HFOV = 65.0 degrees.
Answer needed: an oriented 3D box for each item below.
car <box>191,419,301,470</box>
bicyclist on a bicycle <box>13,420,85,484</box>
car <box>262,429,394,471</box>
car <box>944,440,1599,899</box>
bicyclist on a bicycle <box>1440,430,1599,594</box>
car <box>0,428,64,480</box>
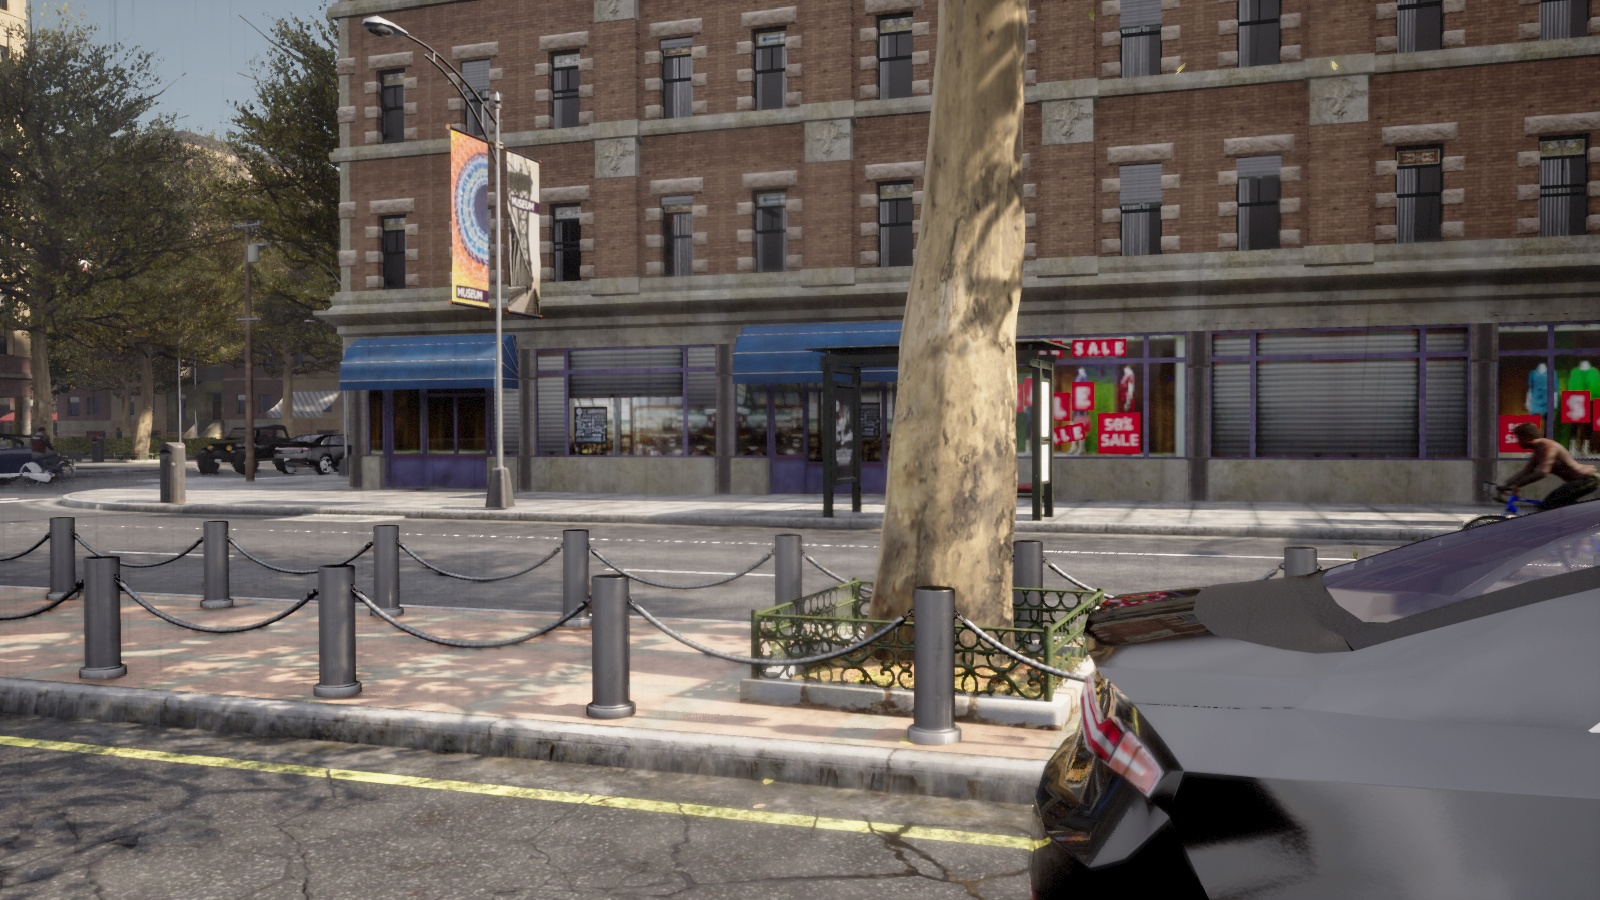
[{"bbox_3d":[-21.398,-0.238,48.666,1.905,1.878,3.866,0,1,15],"label":"car"},{"bbox_3d":[-21.555,0.039,36.071,0.659,1.776,1.843,1,1,14],"label":"bicyclist on a bicycle"},{"bbox_3d":[-17.922,-0.052,47.941,2.128,1.511,4.902,1,1,18],"label":"car"},{"bbox_3d":[2.891,0.758,2.221,4.902,1.511,2.128,1,1,19],"label":"car"},{"bbox_3d":[7.495,0.603,12.803,1.656,1.620,0.582,0,1,19],"label":"bicyclist on a bicycle"},{"bbox_3d":[-24.693,0.100,38.232,1.789,1.549,3.705,1,1,18],"label":"car"}]
